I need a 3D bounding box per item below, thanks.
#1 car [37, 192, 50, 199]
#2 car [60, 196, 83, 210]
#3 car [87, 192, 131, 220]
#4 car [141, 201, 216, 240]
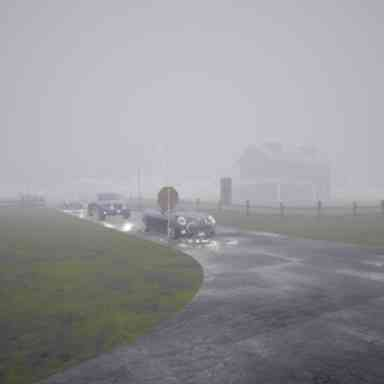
[{"bbox_3d":[-35.147,0.849,79.679,2.128,1.511,4.902,0,0,-31],"label":"car"},{"bbox_3d":[-13.907,1.223,38.357,1.812,1.442,4.674,0,0,-30],"label":"car"},{"bbox_3d":[-6.624,1.022,26.056,2.150,2.045,5.566,0,0,-31],"label":"car"},{"bbox_3d":[-0.767,1.229,16.355,2.097,1.767,4.553,0,0,-32],"label":"car"}]
